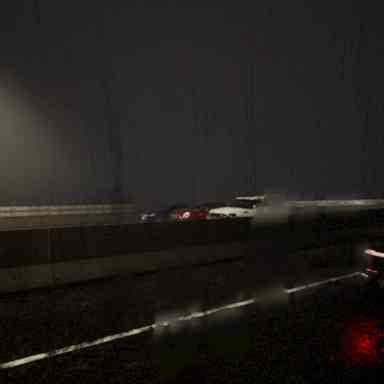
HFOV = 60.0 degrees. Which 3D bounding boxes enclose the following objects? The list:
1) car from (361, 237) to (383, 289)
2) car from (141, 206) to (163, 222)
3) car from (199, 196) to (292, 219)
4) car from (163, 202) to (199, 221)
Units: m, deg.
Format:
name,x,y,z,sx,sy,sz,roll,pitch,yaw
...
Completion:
name,x,y,z,sx,sy,sz,roll,pitch,yaw
car,6.001,1.519,7.987,4.902,1.511,2.128,0,0,-35
car,-1.468,1.560,24.374,4.674,1.442,1.812,0,0,-35
car,3.410,1.261,19.248,5.566,2.045,2.150,0,0,-35
car,0.748,1.388,21.650,4.553,1.767,2.097,0,0,-35
